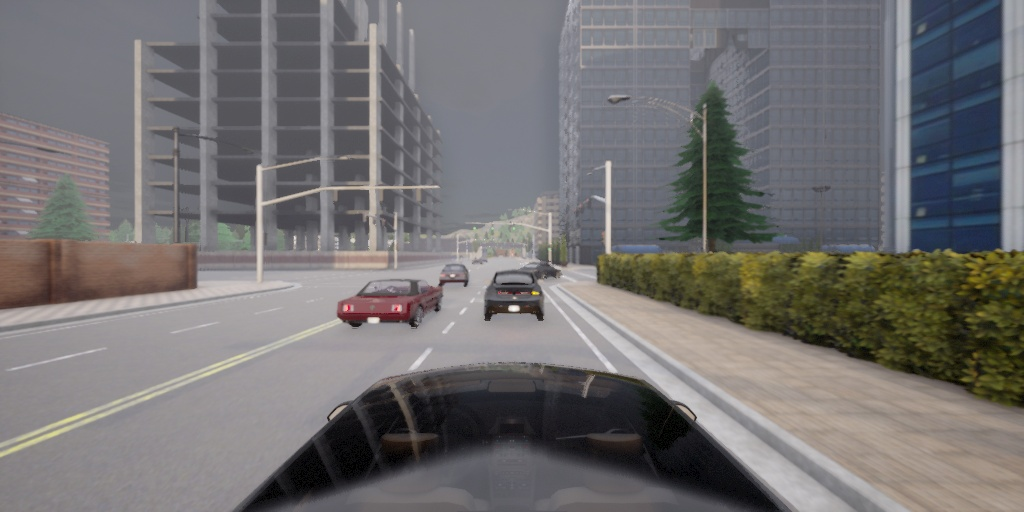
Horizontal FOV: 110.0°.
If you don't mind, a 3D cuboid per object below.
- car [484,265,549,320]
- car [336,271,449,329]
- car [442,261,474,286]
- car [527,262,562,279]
[{"bbox_3d":[0.072,1.225,12.446,1.837,1.490,4.892,0,0,0],"label":"car"},{"bbox_3d":[-3.434,1.325,11.183,1.895,1.301,4.718,0,0,1],"label":"car"},{"bbox_3d":[-3.851,1.236,24.361,2.033,1.411,5.357,0,0,-5],"label":"car"},{"bbox_3d":[2.284,1.203,28.658,1.812,1.442,4.674,-1,0,32],"label":"car"}]
